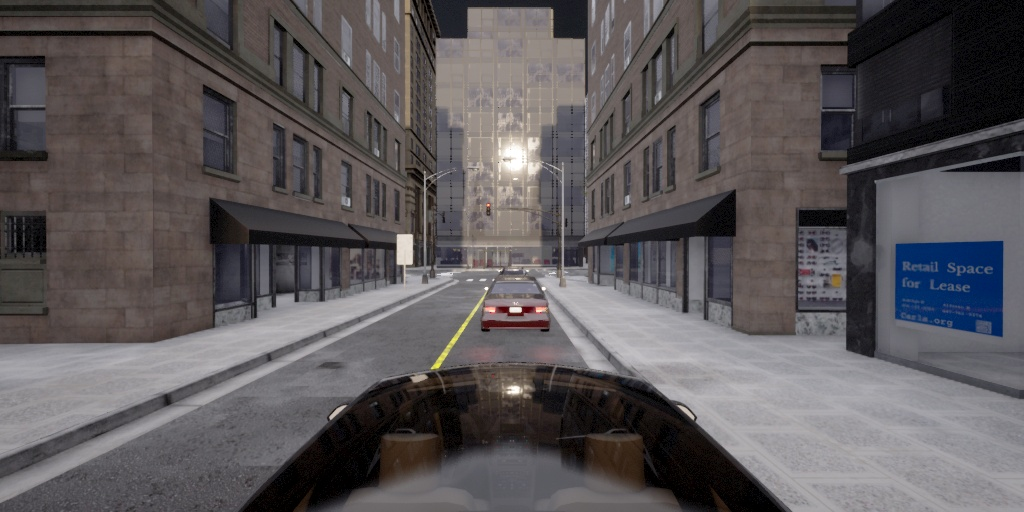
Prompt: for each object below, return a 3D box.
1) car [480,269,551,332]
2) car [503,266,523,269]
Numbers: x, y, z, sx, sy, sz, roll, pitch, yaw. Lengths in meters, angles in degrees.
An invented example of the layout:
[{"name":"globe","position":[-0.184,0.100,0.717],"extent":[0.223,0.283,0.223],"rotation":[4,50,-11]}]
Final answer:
[{"name":"car","position":[0.094,1.292,10.812],"extent":[2.033,1.411,5.357],"rotation":[0,0,0]},{"name":"car","position":[0.085,1.300,21.478],"extent":[1.994,1.385,4.181],"rotation":[0,0,0]}]
